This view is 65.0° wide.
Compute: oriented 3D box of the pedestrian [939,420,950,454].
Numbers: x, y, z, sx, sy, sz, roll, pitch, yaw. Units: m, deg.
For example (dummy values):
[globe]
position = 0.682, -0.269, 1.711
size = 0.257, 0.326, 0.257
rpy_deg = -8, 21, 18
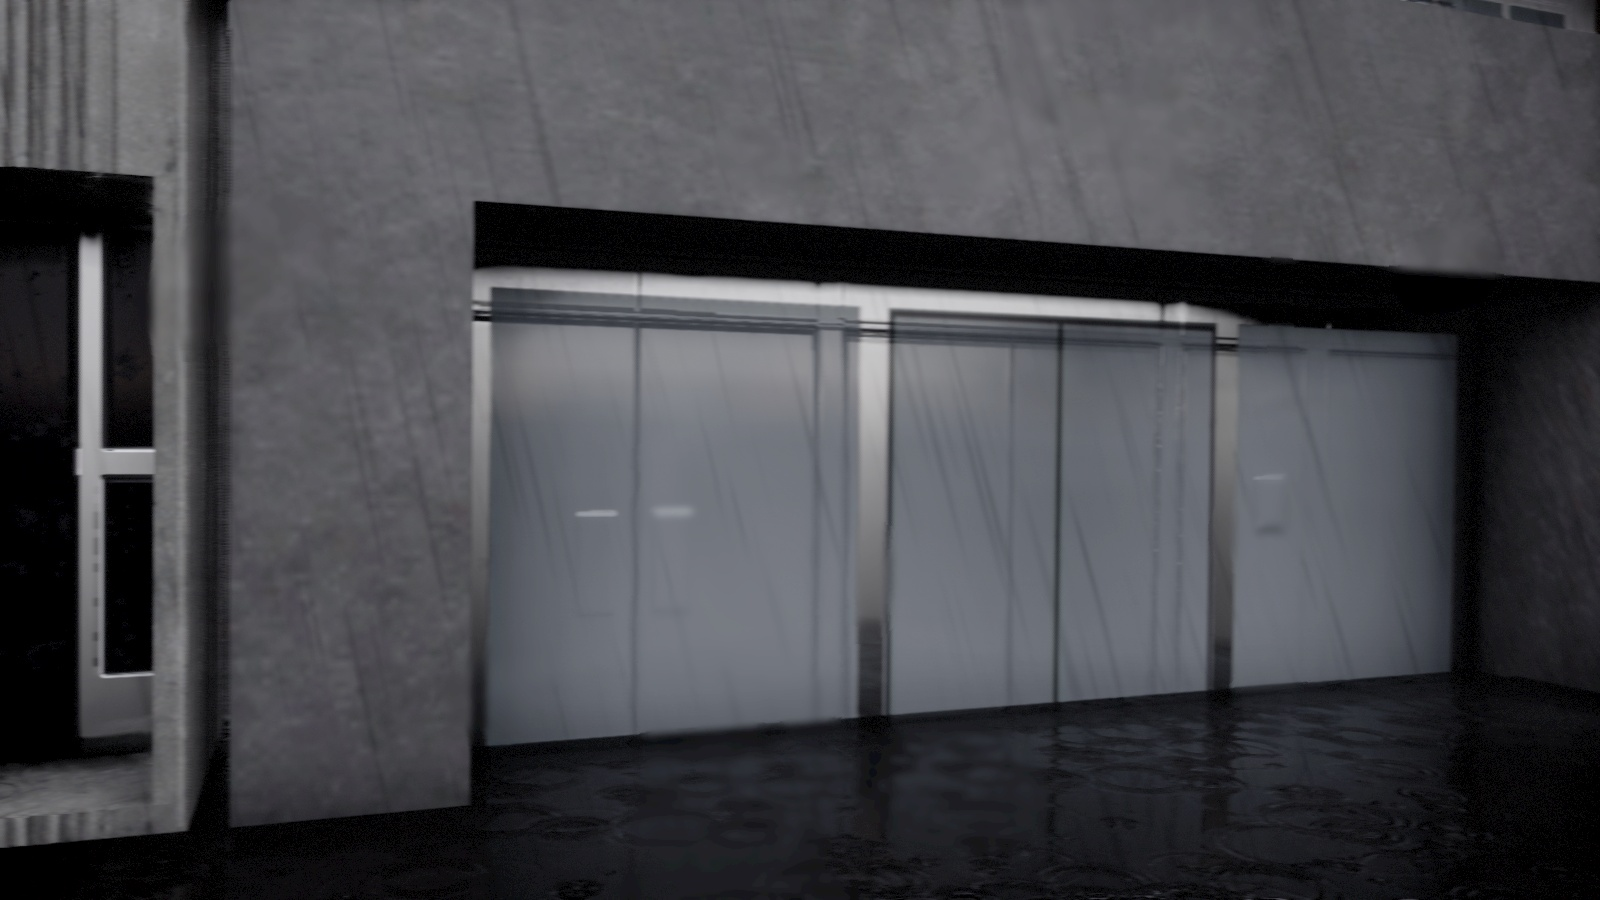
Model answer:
[pedestrian]
position = 8.018, -0.713, 69.608
size = 0.331, 1.846, 0.634
rpy_deg = -1, 1, -22
